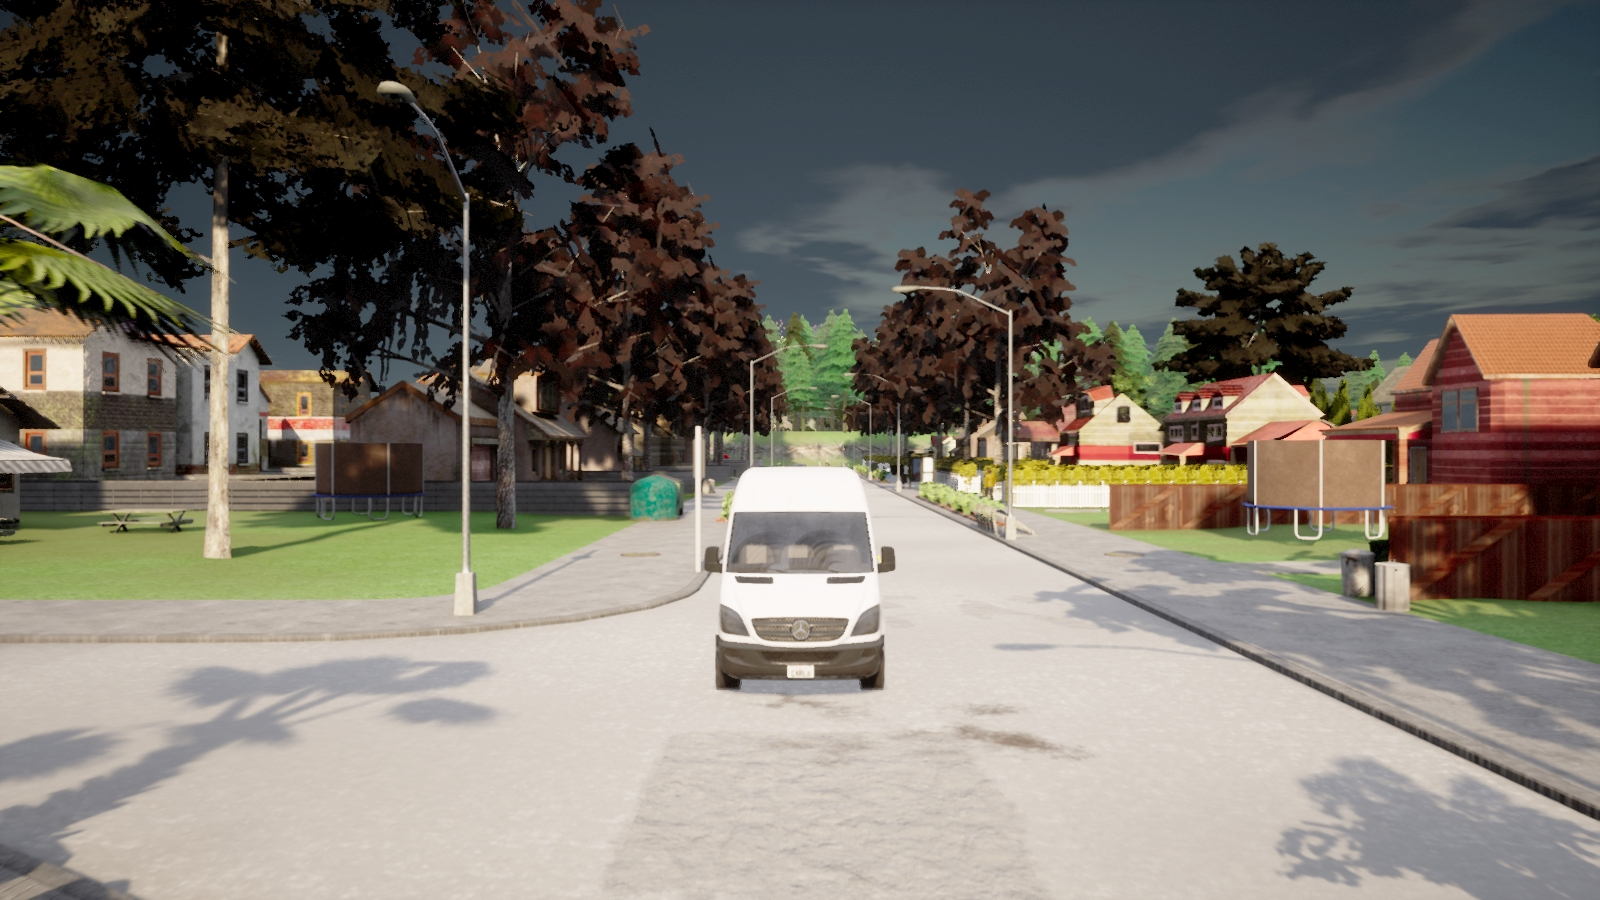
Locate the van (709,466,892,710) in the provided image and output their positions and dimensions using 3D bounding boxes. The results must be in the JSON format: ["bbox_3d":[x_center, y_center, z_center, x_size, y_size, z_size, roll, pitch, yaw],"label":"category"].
[{"bbox_3d":[0.004,1.535,15.320,1.988,2.561,5.915,0,0,0],"label":"van"}]

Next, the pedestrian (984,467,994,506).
[{"bbox_3d":[9.006,1.744,54.405,0.375,1.860,0.375,0,0,-11],"label":"pedestrian"}]
